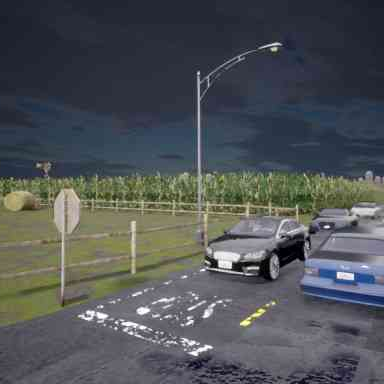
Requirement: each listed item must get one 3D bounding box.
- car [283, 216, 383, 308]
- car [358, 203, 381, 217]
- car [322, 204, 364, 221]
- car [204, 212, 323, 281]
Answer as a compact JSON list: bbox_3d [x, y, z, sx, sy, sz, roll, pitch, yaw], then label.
[{"bbox_3d":[4.172,1.548,8.011,2.033,1.411,5.357,-1,0,35],"label":"car"},{"bbox_3d":[14.577,1.611,27.991,1.895,1.301,4.718,-1,0,35],"label":"car"},{"bbox_3d":[7.955,1.583,18.463,1.994,1.385,4.181,-1,0,35],"label":"car"},{"bbox_3d":[2.205,1.515,10.180,2.128,1.511,4.902,-1,0,35],"label":"car"}]
